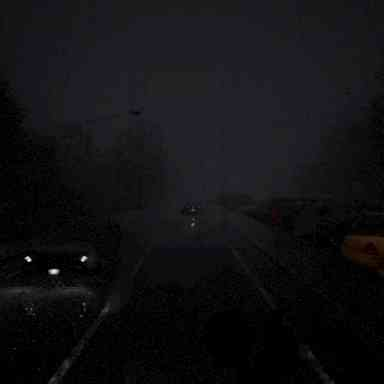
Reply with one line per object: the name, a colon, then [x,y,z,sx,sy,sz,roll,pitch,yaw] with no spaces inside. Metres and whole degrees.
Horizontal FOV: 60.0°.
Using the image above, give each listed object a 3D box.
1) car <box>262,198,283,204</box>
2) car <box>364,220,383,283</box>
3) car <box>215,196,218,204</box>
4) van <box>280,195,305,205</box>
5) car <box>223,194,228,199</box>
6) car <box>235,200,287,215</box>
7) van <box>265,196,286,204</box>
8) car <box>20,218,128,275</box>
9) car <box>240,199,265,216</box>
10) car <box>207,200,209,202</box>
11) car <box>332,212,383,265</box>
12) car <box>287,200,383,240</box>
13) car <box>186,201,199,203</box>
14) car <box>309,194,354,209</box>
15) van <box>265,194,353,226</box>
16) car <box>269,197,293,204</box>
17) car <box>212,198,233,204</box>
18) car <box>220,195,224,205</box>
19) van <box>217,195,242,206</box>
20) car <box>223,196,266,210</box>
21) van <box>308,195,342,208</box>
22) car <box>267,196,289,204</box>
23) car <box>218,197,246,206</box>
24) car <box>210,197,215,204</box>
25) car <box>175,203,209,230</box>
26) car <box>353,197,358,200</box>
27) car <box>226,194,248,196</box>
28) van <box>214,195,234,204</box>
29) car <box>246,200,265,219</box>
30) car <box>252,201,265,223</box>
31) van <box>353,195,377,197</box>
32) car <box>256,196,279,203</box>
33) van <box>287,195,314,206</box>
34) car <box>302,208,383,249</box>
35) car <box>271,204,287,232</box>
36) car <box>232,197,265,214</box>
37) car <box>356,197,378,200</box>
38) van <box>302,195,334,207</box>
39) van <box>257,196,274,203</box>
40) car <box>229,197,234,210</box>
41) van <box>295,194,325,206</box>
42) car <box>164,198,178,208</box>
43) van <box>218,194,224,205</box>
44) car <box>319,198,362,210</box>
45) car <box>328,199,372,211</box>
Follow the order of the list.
car: [20.282,2.179,84.048,4.892,1.521,2.231,0,-1,0]
car: [6.731,1.498,6.732,5.366,1.575,1.946,0,0,0]
car: [7.133,1.398,56.571,5.566,2.045,2.435,0,0,0]
van: [20.343,1.622,67.433,4.442,1.987,1.878,0,-1,0]
car: [7.031,1.482,45.466,4.553,1.767,2.185,0,0,0]
car: [7.027,1.567,34.361,4.892,1.521,2.231,0,0,0]
van: [20.395,1.897,81.282,4.442,1.987,1.878,0,-1,0]
car: [-3.367,1.557,10.756,2.033,1.411,5.357,0,0,0]
car: [6.971,1.575,28.809,4.792,1.488,2.163,0,0,0]
car: [7.181,1.934,84.312,5.566,2.045,2.435,0,-1,0]
car: [7.112,1.490,9.383,5.366,1.575,1.946,0,0,0]
car: [6.979,1.370,14.931,4.553,1.767,2.185,0,0,0]
car: [0.105,1.682,38.496,1.895,1.301,4.718,0,0,0]
car: [20.125,1.364,48.186,5.566,2.045,2.435,0,0,0]
van: [7.085,1.288,20.481,4.442,1.987,1.878,0,0,0]
car: [20.252,2.015,75.864,5.008,1.535,2.097,0,-1,0]
car: [7.191,2.115,78.755,4.674,1.452,2.002,0,-1,0]
car: [7.068,1.618,48.242,5.008,1.535,2.097,0,0,0]
van: [7.009,1.519,62.107,4.442,1.987,1.878,0,-1,0]
car: [6.856,1.584,39.914,5.366,1.575,1.946,0,0,0]
van: [20.280,1.400,50.956,4.442,1.987,1.878,0,0,0]
car: [20.236,1.942,78.511,4.553,1.767,2.185,0,-1,0]
car: [7.144,1.719,59.320,4.792,1.488,2.163,0,-1,0]
car: [7.173,1.965,73.205,5.008,1.535,2.097,0,-1,0]
car: [0.079,1.630,21.492,1.895,1.301,4.718,0,0,0]
car: [20.114,1.614,37.104,4.674,1.452,2.002,0,0,0]
car: [7.021,1.472,42.690,4.553,1.767,2.185,0,0,0]
van: [7.295,1.794,75.985,4.442,1.987,1.878,0,-1,0]
car: [6.960,1.565,26.033,4.792,1.488,2.163,0,0,0]
car: [6.950,1.554,23.257,4.792,1.488,2.163,0,0,0]
van: [20.238,1.358,39.876,4.442,1.987,1.878,0,0,0]
car: [20.337,2.044,89.588,5.566,2.045,2.435,0,-2,0]
van: [20.088,1.512,61.896,4.442,1.987,1.878,0,-1,0]
car: [6.931,1.493,12.151,4.892,1.521,2.231,0,0,0]
car: [6.987,1.533,17.704,4.792,1.488,2.163,0,0,0]
car: [6.825,1.553,31.586,5.366,1.575,1.946,0,0,0]
car: [20.095,1.563,34.210,5.008,1.535,2.097,0,0,0]
van: [20.290,1.410,53.601,4.442,1.987,1.878,0,0,0]
van: [20.438,2.144,92.479,4.442,1.987,1.878,0,-2,0]
car: [7.025,1.578,37.137,4.892,1.521,2.231,0,0,0]
van: [20.068,1.421,56.505,4.442,1.987,1.878,0,-1,0]
car: [-3.284,1.706,52.379,1.812,1.442,4.674,0,-1,1]
van: [6.977,1.414,53.796,4.442,1.987,1.878,0,0,0]
car: [20.136,1.604,45.291,5.008,1.535,2.097,0,0,0]
car: [20.129,1.634,42.519,4.674,1.452,2.002,0,0,0]
